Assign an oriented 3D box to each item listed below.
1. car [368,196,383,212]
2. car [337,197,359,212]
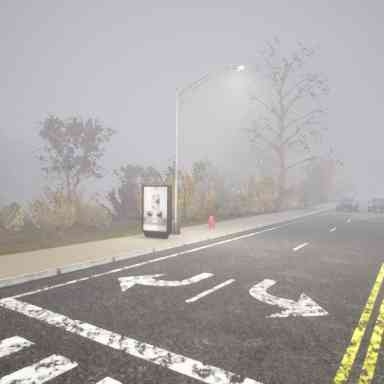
[{"bbox_3d":[21.466,1.402,38.133,2.097,1.767,4.553,0,0,30],"label":"car"},{"bbox_3d":[18.661,1.399,39.776,2.097,1.767,4.553,0,0,30],"label":"car"}]
